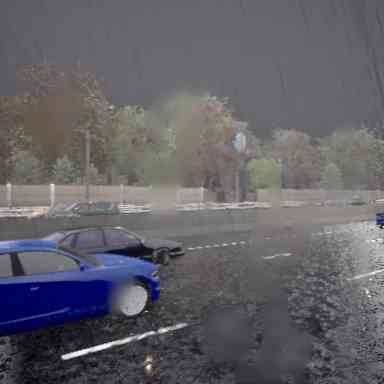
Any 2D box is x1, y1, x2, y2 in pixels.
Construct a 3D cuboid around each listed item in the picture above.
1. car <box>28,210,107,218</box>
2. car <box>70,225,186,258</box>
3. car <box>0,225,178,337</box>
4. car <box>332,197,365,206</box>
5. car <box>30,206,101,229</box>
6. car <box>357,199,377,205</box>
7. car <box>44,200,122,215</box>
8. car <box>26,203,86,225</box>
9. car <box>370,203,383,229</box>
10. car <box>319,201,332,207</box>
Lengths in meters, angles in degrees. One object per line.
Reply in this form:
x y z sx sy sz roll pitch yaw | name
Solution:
-7.870 1.968 19.812 4.718 1.301 1.895 0 -1 -35 | car
-2.834 1.730 10.275 5.357 1.411 2.033 0 -1 -35 | car
-2.923 1.597 5.948 5.008 1.535 1.882 0 -1 -35 | car
24.463 1.774 50.889 5.566 2.045 2.150 0 -1 -34 | car
-10.116 1.967 26.780 5.008 1.535 1.882 0 -1 -35 | car
26.417 2.095 47.987 4.718 1.301 1.895 0 -1 -34 | car
-7.855 1.652 24.098 5.566 2.045 2.150 0 -1 -35 | car
-12.095 1.902 29.668 4.553 1.767 2.097 0 -1 -35 | car
14.279 1.685 22.236 5.008 1.535 1.882 0 -1 -35 | car
22.310 2.177 53.644 4.181 1.385 1.994 0 -1 -34 | car
